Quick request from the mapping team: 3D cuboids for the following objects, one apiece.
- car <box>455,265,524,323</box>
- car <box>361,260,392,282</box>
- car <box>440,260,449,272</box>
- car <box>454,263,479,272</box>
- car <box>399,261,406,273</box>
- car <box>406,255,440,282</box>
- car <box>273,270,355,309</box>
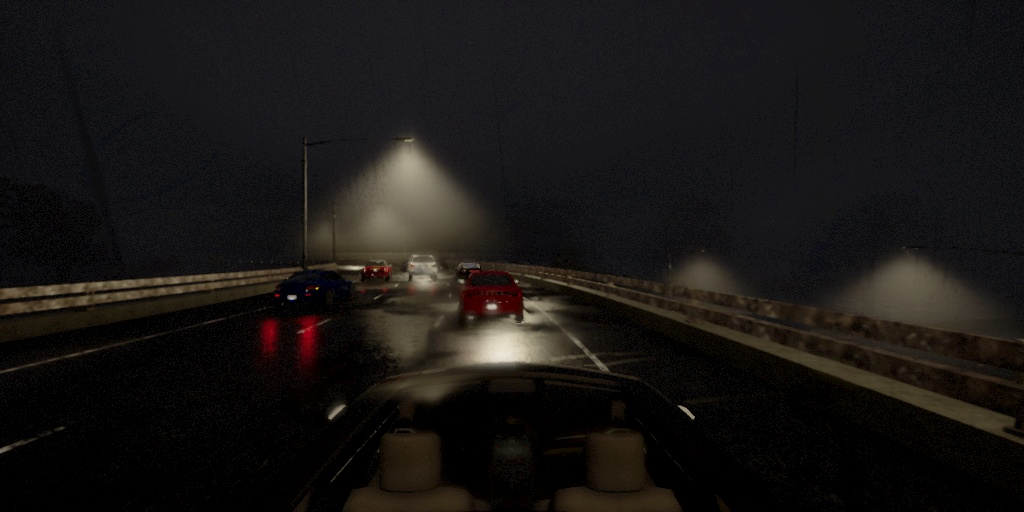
[{"bbox_3d":[-0.760,1.230,12.177,1.882,1.535,5.008,0,0,-5],"label":"car"},{"bbox_3d":[-11.211,1.132,29.999,2.097,1.767,4.553,0,0,-15],"label":"car"},{"bbox_3d":[-9.480,1.255,45.922,1.882,1.535,5.008,0,0,-23],"label":"car"},{"bbox_3d":[-3.344,1.254,27.605,2.128,1.511,4.902,0,0,-13],"label":"car"},{"bbox_3d":[-13.004,1.292,45.204,1.837,1.490,4.892,0,0,-24],"label":"car"},{"bbox_3d":[-7.489,0.986,29.951,2.150,2.045,5.566,0,-1,-16],"label":"car"},{"bbox_3d":[-8.134,1.297,15.061,1.812,1.442,4.674,0,0,-7],"label":"car"}]
